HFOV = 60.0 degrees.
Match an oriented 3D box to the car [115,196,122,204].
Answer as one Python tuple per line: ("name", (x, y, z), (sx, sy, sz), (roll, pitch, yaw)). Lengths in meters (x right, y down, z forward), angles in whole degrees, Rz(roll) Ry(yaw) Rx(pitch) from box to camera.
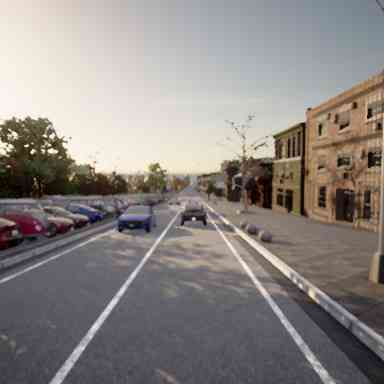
("car", (-8.897, 1.510, 29.164), (4.553, 1.767, 2.185), (0, 0, 0))

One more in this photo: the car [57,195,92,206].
("car", (-21.917, 1.585, 62.186), (5.566, 2.045, 2.435), (0, 0, 0))

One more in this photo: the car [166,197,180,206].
("car", (-3.200, 1.817, 62.093), (2.128, 1.511, 4.902), (0, 0, 1))

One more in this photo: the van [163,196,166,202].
("van", (-8.749, 1.631, 74.021), (4.442, 1.987, 1.878), (0, 0, 0))

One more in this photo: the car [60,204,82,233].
("car", (-8.836, 1.595, 17.950), (4.792, 1.488, 2.163), (0, 0, 0))

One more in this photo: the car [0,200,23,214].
("car", (-21.951, 1.687, 37.201), (4.892, 1.521, 2.231), (0, 0, 0))

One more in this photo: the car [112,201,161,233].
("car", (-3.320, 1.588, 20.836), (1.882, 1.535, 5.008), (0, 0, 0))

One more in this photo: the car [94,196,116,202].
("car", (-21.951, 1.841, 84.396), (5.008, 1.535, 2.097), (0, 0, 0))

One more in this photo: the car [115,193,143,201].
("car", (-8.837, 1.436, 37.575), (5.566, 2.045, 2.435), (0, 0, 0))

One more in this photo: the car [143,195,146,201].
("car", (-8.837, 1.454, 40.378), (5.566, 2.045, 2.435), (0, 0, 0))

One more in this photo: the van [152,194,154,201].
("van", (-8.982, 1.567, 54.394), (4.442, 1.987, 1.878), (0, 0, 0))

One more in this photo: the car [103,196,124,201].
("car", (-21.760, 1.825, 92.722), (5.366, 1.575, 1.946), (0, 0, 0))

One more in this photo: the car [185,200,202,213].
("car", (0.157, 1.783, 41.683), (2.033, 1.411, 5.357), (0, 0, 0))

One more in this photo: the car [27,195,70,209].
("car", (-21.974, 1.521, 51.082), (5.566, 2.045, 2.435), (0, 0, 0))

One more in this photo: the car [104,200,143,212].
("car", (-8.863, 1.763, 43.179), (4.674, 1.452, 2.002), (0, 0, 0))

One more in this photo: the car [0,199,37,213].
("car", (-21.760, 1.700, 39.978), (5.366, 1.575, 1.946), (0, 0, 0))

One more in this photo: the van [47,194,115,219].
("van", (-8.749, 1.392, 26.361), (4.442, 1.987, 1.878), (0, 0, 0))

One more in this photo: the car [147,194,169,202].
("car", (-8.837, 1.584, 88.041), (5.566, 2.045, 2.435), (0, 0, 0))

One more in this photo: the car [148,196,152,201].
("car", (-8.859, 1.759, 48.786), (4.892, 1.521, 2.231), (0, 0, 0))

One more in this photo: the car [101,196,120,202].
("car", (-21.975, 1.862, 89.947), (4.792, 1.488, 2.163), (0, 0, 0))

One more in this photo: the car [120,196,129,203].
("car", (-8.834, 1.527, 31.967), (4.553, 1.767, 2.185), (0, 0, 0))

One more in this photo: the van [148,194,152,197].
("van", (-8.982, 1.549, 51.591), (4.442, 1.987, 1.878), (0, 0, 0))

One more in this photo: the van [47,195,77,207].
("van", (-22.062, 1.581, 56.633), (4.442, 1.987, 1.878), (0, 0, 0))

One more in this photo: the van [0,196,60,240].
("van", (-8.749, 1.322, 15.149), (4.442, 1.987, 1.878), (0, 0, 0))

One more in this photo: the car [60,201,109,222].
("car", (-8.860, 1.600, 23.557), (5.008, 1.535, 2.097), (0, 0, 0))

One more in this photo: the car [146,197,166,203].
("car", (-8.868, 1.884, 82.435), (4.674, 1.452, 2.002), (0, 0, 0))

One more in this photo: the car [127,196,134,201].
("car", (-8.834, 1.545, 34.771), (4.553, 1.767, 2.185), (0, 0, 0))

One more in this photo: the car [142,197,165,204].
("car", (-8.860, 1.853, 76.828), (5.008, 1.535, 2.097), (0, 0, 0))

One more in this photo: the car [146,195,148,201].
("car", (-8.897, 1.615, 45.984), (4.553, 1.767, 2.185), (0, 0, 0))

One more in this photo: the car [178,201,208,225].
("car", (0.135, 1.640, 25.241), (1.837, 1.490, 4.892), (0, -1, 0))

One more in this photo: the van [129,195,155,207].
("van", (-8.982, 1.601, 59.999), (4.442, 1.987, 1.878), (0, 0, 0))

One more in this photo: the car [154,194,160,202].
("car", (-8.838, 1.559, 57.198), (5.566, 2.045, 2.435), (0, 0, 0))

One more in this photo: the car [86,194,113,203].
("car", (-21.917, 1.599, 78.844), (5.566, 2.045, 2.435), (0, 0, 0))

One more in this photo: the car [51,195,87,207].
("car", (-21.974, 1.573, 59.409), (5.566, 2.045, 2.435), (0, 0, 0))

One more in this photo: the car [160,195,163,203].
("car", (-8.895, 1.885, 68.416), (4.792, 1.488, 2.163), (0, 0, 0))

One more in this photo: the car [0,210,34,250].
("car", (-8.894, 1.560, 12.344), (4.792, 1.488, 2.163), (0, 0, 0))

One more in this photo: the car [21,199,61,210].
("car", (-21.917, 1.784, 48.305), (4.792, 1.488, 2.163), (0, 0, 0))

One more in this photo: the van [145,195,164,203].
("van", (-8.983, 1.623, 79.631), (4.442, 1.987, 1.878), (0, 0, 0))

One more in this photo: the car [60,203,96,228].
("car", (-8.836, 1.613, 20.754), (4.792, 1.488, 2.163), (0, 0, 0))
